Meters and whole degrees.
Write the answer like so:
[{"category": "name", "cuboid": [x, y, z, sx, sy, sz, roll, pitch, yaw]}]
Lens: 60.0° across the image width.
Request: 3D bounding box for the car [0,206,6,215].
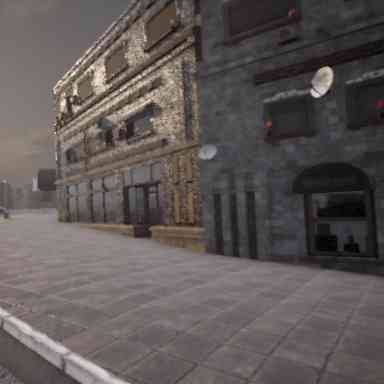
[{"category": "car", "cuboid": [-32.746, 3.103, 56.015, 2.033, 1.411, 5.357, -2, -1, -16]}]
